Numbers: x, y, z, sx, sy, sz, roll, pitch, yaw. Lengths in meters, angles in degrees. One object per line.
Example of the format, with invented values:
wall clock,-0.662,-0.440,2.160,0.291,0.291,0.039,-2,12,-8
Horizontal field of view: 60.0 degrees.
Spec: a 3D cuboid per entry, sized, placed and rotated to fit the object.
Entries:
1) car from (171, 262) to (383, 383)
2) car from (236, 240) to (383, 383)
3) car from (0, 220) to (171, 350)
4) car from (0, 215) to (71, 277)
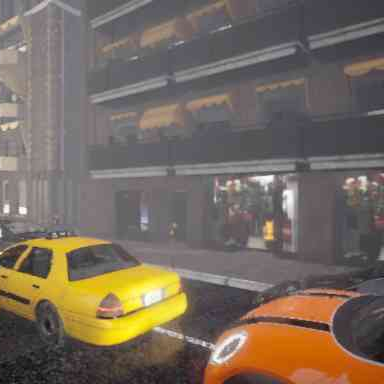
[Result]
car,2.297,1.366,2.452,4.553,1.767,2.097,0,0,36
car,2.964,1.589,4.435,4.313,1.339,1.947,0,0,36
car,-2.632,1.482,6.250,5.366,1.575,1.801,0,0,36
car,-6.212,1.597,11.025,4.403,1.369,2.008,0,0,36
